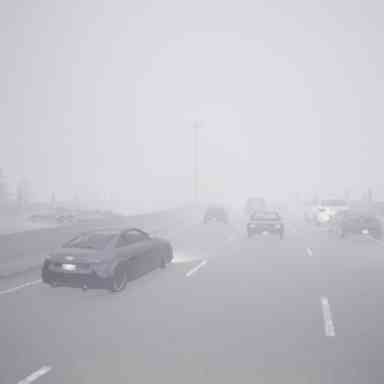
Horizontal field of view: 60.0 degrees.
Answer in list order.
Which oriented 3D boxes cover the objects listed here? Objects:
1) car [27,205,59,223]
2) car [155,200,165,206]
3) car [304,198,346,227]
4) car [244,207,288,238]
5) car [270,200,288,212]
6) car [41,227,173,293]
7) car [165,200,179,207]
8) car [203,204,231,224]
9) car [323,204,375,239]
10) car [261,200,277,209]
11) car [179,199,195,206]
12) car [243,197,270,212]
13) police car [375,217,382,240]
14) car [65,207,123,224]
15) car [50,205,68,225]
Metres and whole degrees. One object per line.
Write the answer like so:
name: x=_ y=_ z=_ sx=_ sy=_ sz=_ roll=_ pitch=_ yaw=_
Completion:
car: x=-11.943 y=1.864 z=29.017 sx=2.033 sy=1.411 sz=5.357 roll=0 pitch=-1 yaw=8
car: x=-6.484 y=2.281 z=70.540 sx=1.994 sy=1.385 sz=4.181 roll=0 pitch=-1 yaw=7
car: x=9.854 y=1.422 z=24.649 sx=2.150 sy=2.045 sz=5.566 roll=0 pitch=-1 yaw=8
car: x=4.146 y=1.763 z=18.775 sx=1.895 sy=1.301 sz=4.718 roll=0 pitch=-1 yaw=13
car: x=11.334 y=1.899 z=43.191 sx=1.812 sy=1.442 sz=4.674 roll=0 pitch=-1 yaw=7
car: x=-2.077 y=1.652 z=9.276 sx=1.994 sy=1.385 sz=4.181 roll=0 pitch=-1 yaw=19
car: x=-3.514 y=2.220 z=66.330 sx=1.994 sy=1.385 sz=4.181 roll=0 pitch=-1 yaw=8
car: x=2.024 y=1.751 z=26.987 sx=1.837 sy=1.490 sz=4.892 roll=0 pitch=-1 yaw=9
car: x=8.696 y=1.647 z=18.115 sx=1.837 sy=1.490 sz=4.892 roll=0 pitch=-1 yaw=12
car: x=12.824 y=2.037 z=55.418 sx=2.033 sy=1.411 sz=5.357 roll=0 pitch=-1 yaw=7
car: x=-0.557 y=2.097 z=62.165 sx=2.128 sy=1.511 sz=4.902 roll=0 pitch=-1 yaw=8
car: x=6.850 y=1.542 z=36.198 sx=2.150 sy=2.045 sz=5.566 roll=0 pitch=-1 yaw=7
police car: x=5.923 y=1.482 z=7.582 sx=1.930 sy=1.638 sz=5.238 roll=0 pitch=-1 yaw=18
car: x=-6.122 y=1.786 z=21.976 sx=1.994 sy=1.385 sz=4.181 roll=0 pitch=-1 yaw=11
car: x=-8.823 y=1.878 z=26.403 sx=1.895 sy=1.301 sz=4.718 roll=0 pitch=-1 yaw=9
